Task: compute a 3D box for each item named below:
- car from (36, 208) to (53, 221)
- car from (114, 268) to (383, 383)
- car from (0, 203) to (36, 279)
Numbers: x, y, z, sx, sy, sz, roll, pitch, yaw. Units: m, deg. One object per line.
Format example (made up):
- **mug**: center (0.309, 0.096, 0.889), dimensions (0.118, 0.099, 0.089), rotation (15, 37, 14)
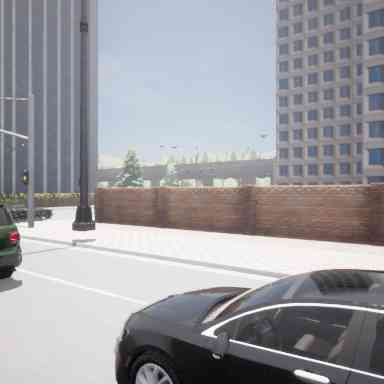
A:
- **car**: center (-13.011, 1.601, 24.995), dimensions (1.895, 1.301, 4.718), rotation (0, 0, 35)
- **car**: center (1.377, 1.505, 3.009), dimensions (4.892, 1.490, 1.837), rotation (0, 0, 35)
- **car**: center (-6.706, 1.221, 8.745), dimensions (5.566, 2.045, 2.150), rotation (0, 0, 35)
